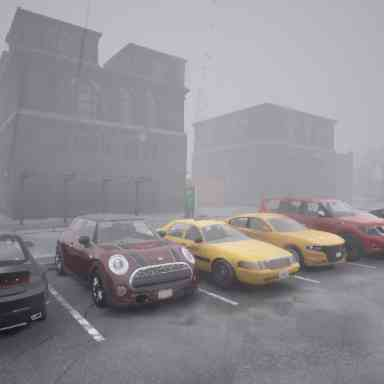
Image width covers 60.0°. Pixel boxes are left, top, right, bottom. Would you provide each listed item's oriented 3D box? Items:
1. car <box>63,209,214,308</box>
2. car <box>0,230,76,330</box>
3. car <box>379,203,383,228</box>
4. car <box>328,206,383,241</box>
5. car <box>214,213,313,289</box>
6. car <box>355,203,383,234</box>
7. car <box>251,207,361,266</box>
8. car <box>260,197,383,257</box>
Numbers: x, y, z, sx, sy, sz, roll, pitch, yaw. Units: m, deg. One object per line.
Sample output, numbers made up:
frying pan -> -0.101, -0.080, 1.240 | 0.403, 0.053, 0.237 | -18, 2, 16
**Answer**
car -> -1.810, 1.355, 8.187 | 2.185, 1.767, 4.553 | 0, 0, -35
car -> -4.159, 1.481, 6.471 | 2.231, 1.521, 4.892 | 0, 0, -35
car -> 13.994, 1.445, 19.386 | 2.097, 1.535, 5.008 | -1, 0, -35
car -> 9.435, 1.507, 16.175 | 2.163, 1.488, 4.792 | 0, 0, -35
car -> 0.482, 1.478, 9.550 | 1.946, 1.575, 5.366 | 0, 0, -35
car -> 11.721, 1.465, 17.769 | 2.097, 1.535, 5.008 | 0, 0, -35
car -> 2.641, 1.481, 11.317 | 2.097, 1.535, 5.008 | 0, 0, -35
car -> 4.929, 1.230, 12.902 | 2.435, 2.045, 5.566 | 0, 0, -35
